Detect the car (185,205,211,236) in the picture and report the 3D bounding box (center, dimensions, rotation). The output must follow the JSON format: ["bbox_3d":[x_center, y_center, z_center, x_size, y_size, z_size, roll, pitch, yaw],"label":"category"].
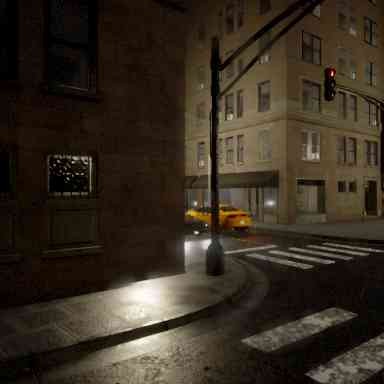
[{"bbox_3d":[-1.331,1.515,17.726,2.033,1.411,5.357,0,0,-36],"label":"car"}]

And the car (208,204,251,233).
[{"bbox_3d":[1.241,1.448,19.381,1.882,1.535,5.008,0,0,-34],"label":"car"}]
